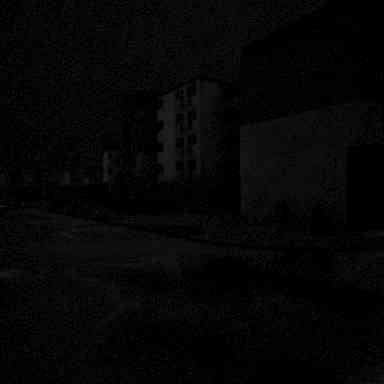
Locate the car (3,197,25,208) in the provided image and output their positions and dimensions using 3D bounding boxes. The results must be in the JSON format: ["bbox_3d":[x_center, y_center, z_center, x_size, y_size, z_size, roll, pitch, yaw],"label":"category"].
[{"bbox_3d":[-24.599,1.557,46.301,1.895,1.301,4.718,0,0,-36],"label":"car"}]

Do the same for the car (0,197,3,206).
[{"bbox_3d":[-30.420,1.521,54.451,1.994,1.385,4.181,0,0,-36],"label":"car"}]
